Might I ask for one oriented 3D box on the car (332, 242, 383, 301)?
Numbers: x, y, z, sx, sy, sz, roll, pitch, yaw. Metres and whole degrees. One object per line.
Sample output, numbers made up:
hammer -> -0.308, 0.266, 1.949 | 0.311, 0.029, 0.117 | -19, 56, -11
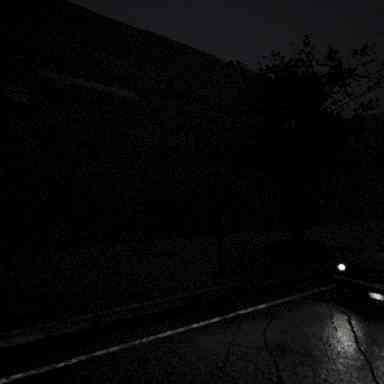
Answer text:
car -> 5.195, 1.607, 7.401 | 4.718, 1.301, 1.895 | 0, 0, -36
